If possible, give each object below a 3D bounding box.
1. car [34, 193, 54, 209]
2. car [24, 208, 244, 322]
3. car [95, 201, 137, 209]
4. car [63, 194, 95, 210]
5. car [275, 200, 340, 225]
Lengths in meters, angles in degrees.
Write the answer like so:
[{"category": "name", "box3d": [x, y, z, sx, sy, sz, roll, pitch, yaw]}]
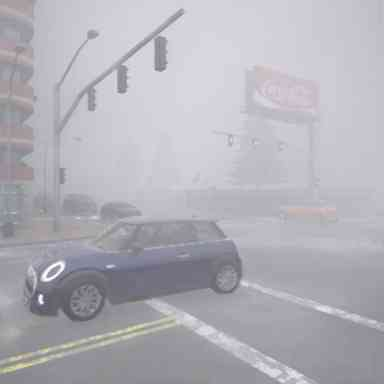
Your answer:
[{"category": "car", "box3d": [-20.737, 1.221, 46.940, 2.150, 2.045, 5.566, 0, 0, -36]}, {"category": "car", "box3d": [-1.138, 1.352, 7.299, 4.553, 1.767, 2.097, 0, 0, -30]}, {"category": "car", "box3d": [-5.590, 1.504, 25.871, 1.837, 1.490, 4.892, 0, 0, -36]}, {"category": "car", "box3d": [-11.589, 1.220, 34.204, 2.150, 2.045, 5.566, 0, 0, -36]}, {"category": "car", "box3d": [8.430, 1.351, 24.714, 2.097, 1.767, 4.553, 0, 0, -36]}]
